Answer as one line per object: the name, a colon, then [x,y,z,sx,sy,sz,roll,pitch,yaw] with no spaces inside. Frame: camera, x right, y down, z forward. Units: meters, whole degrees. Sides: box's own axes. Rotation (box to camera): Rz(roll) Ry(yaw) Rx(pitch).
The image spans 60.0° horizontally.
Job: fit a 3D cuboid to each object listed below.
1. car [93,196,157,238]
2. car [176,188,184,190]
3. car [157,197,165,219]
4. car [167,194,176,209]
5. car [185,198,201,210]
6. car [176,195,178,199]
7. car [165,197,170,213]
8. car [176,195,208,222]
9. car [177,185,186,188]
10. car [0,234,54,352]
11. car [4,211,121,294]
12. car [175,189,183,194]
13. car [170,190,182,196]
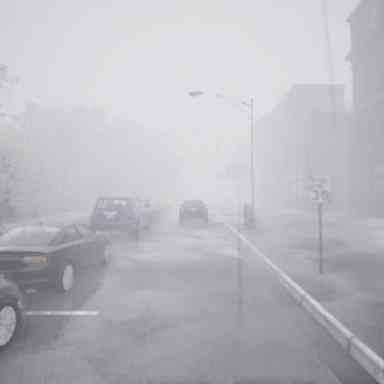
car: [-3.648,1.225,17.871,2.435,2.045,5.566,0,0,2]
car: [-3.625,0.504,78.521,2.231,1.521,4.892,1,3,2]
car: [-3.649,1.349,25.524,2.185,1.767,4.553,0,1,2]
car: [-3.639,1.434,42.376,1.946,1.575,5.366,0,1,2]
car: [0.106,1.522,42.974,1.994,1.385,4.181,0,0,0]
car: [-3.646,1.449,48.513,2.002,1.452,4.674,0,0,2]
car: [-3.658,1.522,31.129,2.163,1.488,4.792,-1,1,2]
car: [0.105,1.341,25.923,2.097,1.767,4.553,0,0,0]
car: [-3.644,-0.276,89.632,2.185,1.767,4.553,0,4,2]
car: [-3.650,1.518,3.376,2.231,1.521,4.892,0,-1,2]
car: [-3.650,1.500,8.918,2.097,1.535,5.008,0,0,2]
car: [-3.622,0.761,72.788,1.946,1.575,5.366,1,3,2]
car: [-3.621,1.043,61.769,2.185,1.767,4.553,2,2,2]
